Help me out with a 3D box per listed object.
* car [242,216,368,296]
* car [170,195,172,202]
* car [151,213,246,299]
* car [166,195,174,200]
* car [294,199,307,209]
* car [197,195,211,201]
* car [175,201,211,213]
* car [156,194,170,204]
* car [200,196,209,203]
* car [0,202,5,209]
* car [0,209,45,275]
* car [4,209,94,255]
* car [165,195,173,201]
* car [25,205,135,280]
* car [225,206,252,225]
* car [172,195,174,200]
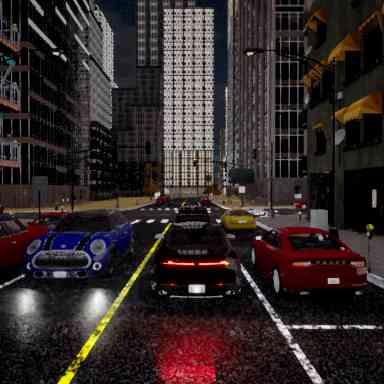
[{"bbox_3d":[2.666,1.543,8.504,1.887,1.381,4.507,-1,0,0],"label":"car"},{"bbox_3d":[-5.834,1.310,68.622,2.192,1.841,5.009,-1,0,0],"label":"car"},{"bbox_3d":[0.082,1.503,8.434,1.837,1.490,4.892,0,0,0],"label":"car"},{"bbox_3d":[-5.875,1.541,90.859,1.887,1.381,4.507,-1,0,0],"label":"car"},{"bbox_3d":[14.176,1.254,38.698,4.507,1.381,1.887,-1,1,-1],"label":"car"},{"bbox_3d":[2.558,1.435,63.077,1.967,1.590,4.097,-1,0,0],"label":"car"},{"bbox_3d":[0.060,1.475,18.706,1.882,1.535,5.008,0,0,0],"label":"car"},{"bbox_3d":[-5.821,1.540,63.062,1.887,1.381,4.507,-1,0,0],"label":"car"},{"bbox_3d":[2.548,1.520,68.807,1.752,1.417,4.829,-1,0,0],"label":"car"},{"bbox_3d":[-23.922,1.744,38.300,4.097,1.590,1.967,-1,1,-1],"label":"car"},{"bbox_3d":[-5.716,1.438,8.502,1.967,1.590,4.097,-1,0,0],"label":"car"},{"bbox_3d":[-5.726,1.542,14.026,1.887,1.381,4.507,-1,0,0],"label":"car"},{"bbox_3d":[-5.865,1.521,85.130,1.752,1.417,4.829,-1,0,0],"label":"car"},{"bbox_3d":[-3.102,1.350,10.076,2.097,1.767,4.553,0,0,0],"label":"car"},{"bbox_3d":[2.644,1.522,19.721,1.752,1.417,4.829,-1,0,0],"label":"car"},{"bbox_3d":[-5.845,1.310,74.181,2.192,1.841,5.009,-1,0,0],"label":"car"}]
